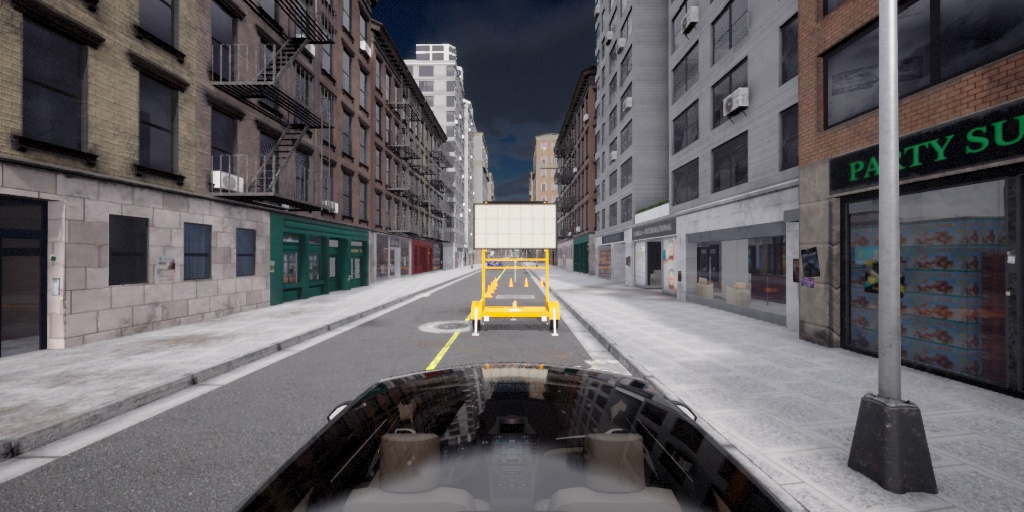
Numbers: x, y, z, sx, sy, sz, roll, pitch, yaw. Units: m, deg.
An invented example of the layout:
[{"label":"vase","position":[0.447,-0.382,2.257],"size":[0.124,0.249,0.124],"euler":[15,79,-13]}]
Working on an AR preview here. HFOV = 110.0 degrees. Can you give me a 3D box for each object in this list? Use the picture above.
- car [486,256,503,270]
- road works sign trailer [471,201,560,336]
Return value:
[{"label":"car","position":[-2.517,0.953,52.806],"size":[2.150,2.045,5.566],"euler":[0,0,1]},{"label":"road works sign trailer","position":[0.097,0.214,10.428],"size":[2.380,3.560,2.880],"euler":[0,0,1]}]
